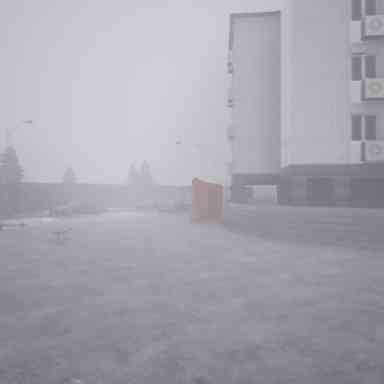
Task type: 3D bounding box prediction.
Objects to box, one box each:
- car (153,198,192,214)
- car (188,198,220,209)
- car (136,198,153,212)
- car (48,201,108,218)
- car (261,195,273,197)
[{"bbox_3d":[-1.749,1.557,35.360,1.994,1.385,4.181,0,0,35],"label":"car"},{"bbox_3d":[1.802,1.539,47.539,2.033,1.411,5.357,0,0,36],"label":"car"},{"bbox_3d":[-4.363,1.469,38.920,1.882,1.535,5.008,0,0,35],"label":"car"},{"bbox_3d":[-10.318,1.539,30.573,2.033,1.411,5.357,0,0,35],"label":"car"},{"bbox_3d":[12.908,1.345,55.926,2.097,1.767,4.553,0,0,36],"label":"car"}]
